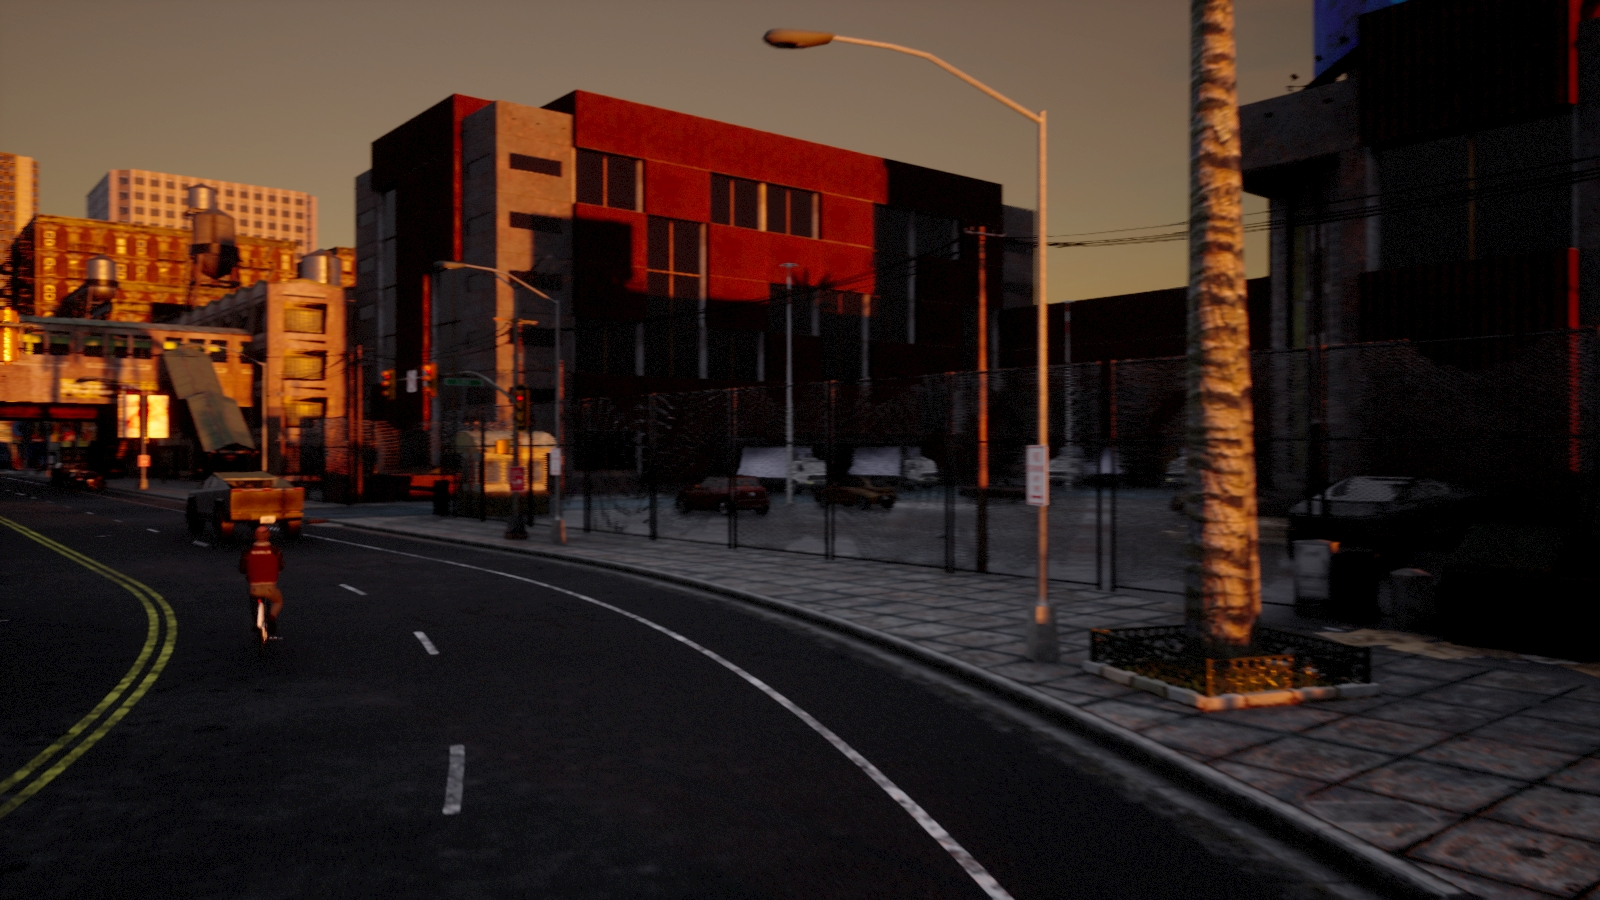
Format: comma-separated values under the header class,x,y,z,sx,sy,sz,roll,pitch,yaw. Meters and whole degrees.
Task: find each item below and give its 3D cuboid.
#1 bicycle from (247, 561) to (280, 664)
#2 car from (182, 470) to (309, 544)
class,x,y,z,sx,sy,sz,roll,pitch,yaw
bicycle,-7.470,2.220,15.939,0.329,1.171,1.835,0,0,-22
car,-18.254,1.777,37.419,2.390,2.098,6.274,0,0,-39
